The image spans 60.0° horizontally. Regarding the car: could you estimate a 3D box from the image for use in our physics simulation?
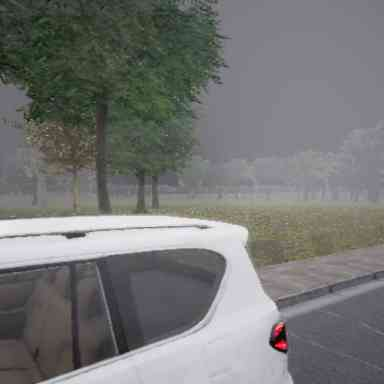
[{"bbox_3d":[-1.836,1.222,1.761,5.566,2.045,2.150,0,0,-35],"label":"car"}]
